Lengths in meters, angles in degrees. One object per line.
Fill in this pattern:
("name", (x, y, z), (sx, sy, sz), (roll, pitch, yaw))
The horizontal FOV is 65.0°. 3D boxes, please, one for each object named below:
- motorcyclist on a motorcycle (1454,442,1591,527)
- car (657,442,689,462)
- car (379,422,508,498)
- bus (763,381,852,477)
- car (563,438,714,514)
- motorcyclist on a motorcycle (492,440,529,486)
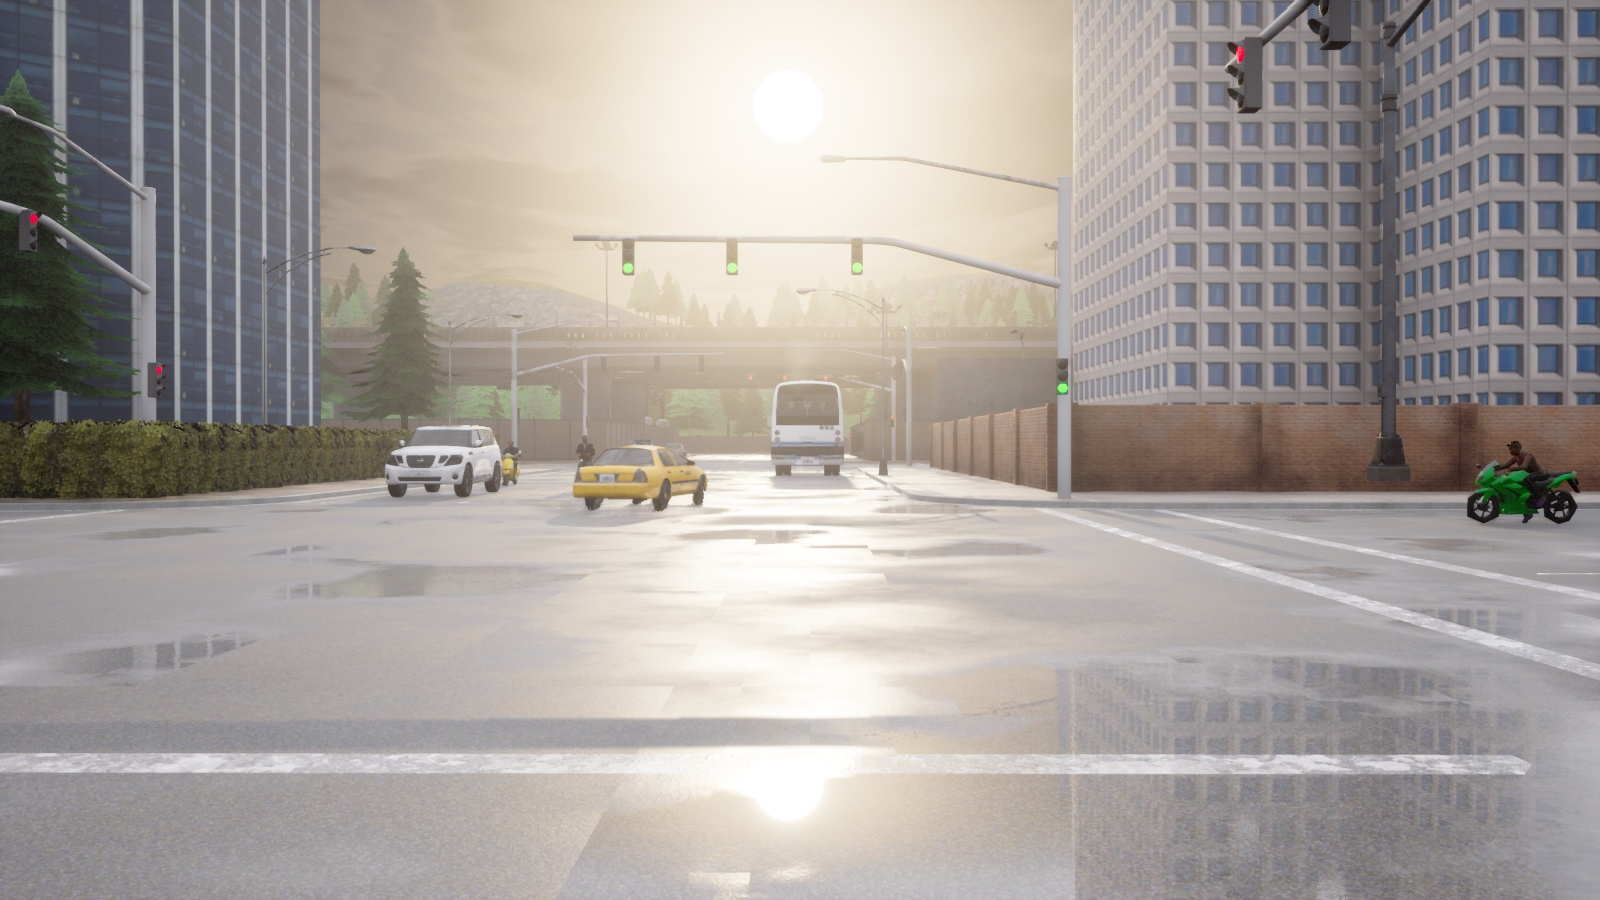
("motorcyclist on a motorcycle", (13.195, 0.615, 22.970), (2.044, 1.523, 0.797), (0, 0, 1))
("car", (-9.914, 0.151, 98.439), (2.007, 1.525, 4.514), (0, 0, 0))
("car", (-10.274, 0.258, 36.689), (2.150, 2.045, 5.566), (0, 0, 0))
("bus", (0.368, -0.959, 60.673), (3.944, 4.253, 10.273), (0, 0, 0))
("car", (-3.573, 0.526, 28.893), (1.801, 1.575, 5.366), (0, 0, 12))
("motorcyclist on a motorcycle", (-10.227, 0.451, 44.410), (0.866, 1.590, 1.817), (0, 0, 0))
